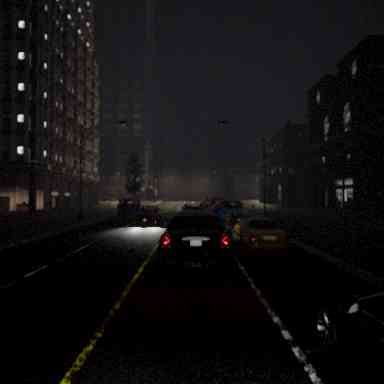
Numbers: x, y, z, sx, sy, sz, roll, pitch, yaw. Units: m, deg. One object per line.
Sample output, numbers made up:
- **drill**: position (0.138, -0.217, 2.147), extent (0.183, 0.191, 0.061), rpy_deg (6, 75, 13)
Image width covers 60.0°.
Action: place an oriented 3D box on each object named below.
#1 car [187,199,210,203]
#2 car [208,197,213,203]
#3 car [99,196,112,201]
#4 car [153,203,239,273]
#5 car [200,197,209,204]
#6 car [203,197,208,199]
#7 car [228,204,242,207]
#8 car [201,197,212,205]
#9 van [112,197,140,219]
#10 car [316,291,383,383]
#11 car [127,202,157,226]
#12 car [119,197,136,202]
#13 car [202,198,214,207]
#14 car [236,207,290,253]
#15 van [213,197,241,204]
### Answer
- **car**: position (0.104, 1.593, 27.554), extent (2.128, 1.511, 4.902), rpy_deg (0, 0, 0)
- **car**: position (2.709, 1.550, 30.106), extent (1.967, 1.590, 4.097), rpy_deg (1, 0, 0)
- **car**: position (-23.097, 1.871, 90.112), extent (4.097, 1.590, 1.967), rpy_deg (-1, -1, 1)
- **car**: position (0.103, 1.392, 10.941), extent (2.097, 1.767, 4.553), rpy_deg (0, 0, 0)
- **car**: position (2.837, 1.832, 73.923), extent (1.802, 1.307, 4.206), rpy_deg (1, 0, 0)
- **car**: position (2.712, 1.444, 35.584), extent (2.192, 1.841, 5.009), rpy_deg (1, 0, 0)
- **car**: position (2.706, 1.622, 19.150), extent (2.008, 1.369, 4.403), rpy_deg (1, 0, 0)
- **car**: position (2.712, 1.767, 62.971), extent (2.008, 1.369, 4.403), rpy_deg (1, 0, 0)
- **van**: position (-5.669, 1.451, 30.104), extent (1.690, 1.788, 3.998), rpy_deg (1, 0, 0)
- **car**: position (2.703, 1.578, 3.181), extent (1.947, 1.339, 4.313), rpy_deg (1, 0, 0)
- **car**: position (-3.091, 1.652, 23.757), extent (1.994, 1.385, 4.181), rpy_deg (0, 0, 0)
- **car**: position (-17.412, 1.958, 90.055), extent (4.206, 1.307, 1.802), rpy_deg (-1, -1, 1)
- **car**: position (2.711, 1.765, 57.493), extent (1.947, 1.339, 4.313), rpy_deg (1, 0, 0)
- **car**: position (2.705, 1.577, 13.842), extent (1.752, 1.417, 4.829), rpy_deg (1, 0, 0)
- **van**: position (2.710, 1.432, 24.629), extent (1.690, 1.788, 3.998), rpy_deg (1, 0, 0)
